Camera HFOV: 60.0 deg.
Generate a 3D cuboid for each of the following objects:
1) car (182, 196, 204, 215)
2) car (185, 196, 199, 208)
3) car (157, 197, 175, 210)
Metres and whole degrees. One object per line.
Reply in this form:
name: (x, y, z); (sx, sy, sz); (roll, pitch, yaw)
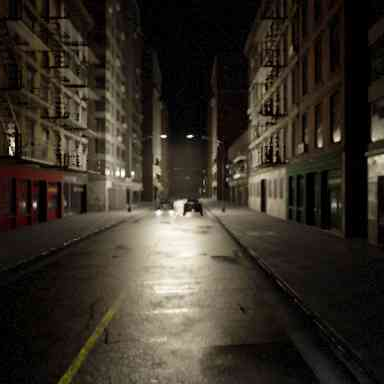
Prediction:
car: (0.089, 1.429, 32.143); (1.837, 1.490, 4.892); (0, -1, 0)
car: (0.019, 1.365, 47.849); (1.882, 1.535, 5.008); (0, 0, 0)
car: (-3.099, 1.413, 40.225); (1.837, 1.490, 4.892); (0, 0, 0)
